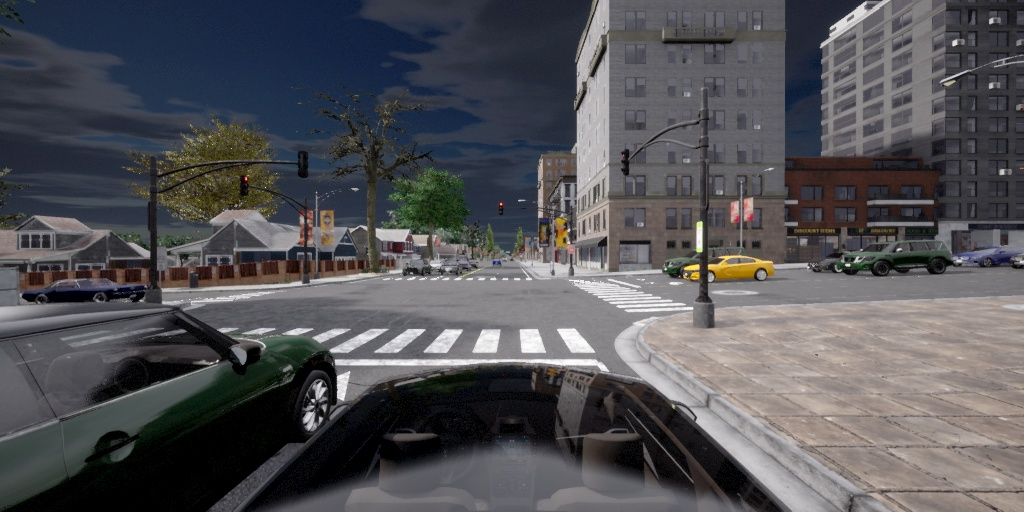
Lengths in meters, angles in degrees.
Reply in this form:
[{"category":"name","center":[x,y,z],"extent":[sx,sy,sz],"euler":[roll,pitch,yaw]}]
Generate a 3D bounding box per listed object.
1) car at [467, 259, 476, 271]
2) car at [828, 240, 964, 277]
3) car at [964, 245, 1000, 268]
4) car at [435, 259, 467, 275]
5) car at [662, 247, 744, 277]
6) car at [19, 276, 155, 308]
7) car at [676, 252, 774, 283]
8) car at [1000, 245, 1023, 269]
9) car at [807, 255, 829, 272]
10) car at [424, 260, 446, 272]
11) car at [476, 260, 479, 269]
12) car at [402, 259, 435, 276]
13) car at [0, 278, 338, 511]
[{"category":"car","center":[-6.619,1.335,49.275],"extent":[2.033,1.411,5.357],"euler":[0,0,0]},{"category":"car","center":[23.122,0.099,21.752],"extent":[5.566,2.045,2.150],"euler":[-2,0,0]},{"category":"car","center":[33.544,0.007,25.031],"extent":[4.674,1.442,1.812],"euler":[-2,0,0]},{"category":"car","center":[-6.609,1.262,39.557],"extent":[2.128,1.511,4.902],"euler":[0,0,0]},{"category":"car","center":[13.445,0.459,24.970],"extent":[5.566,2.045,2.150],"euler":[-2,0,0]},{"category":"car","center":[-21.623,1.807,18.381],"extent":[4.718,1.301,1.895],"euler":[-2,0,0]},{"category":"car","center":[13.026,0.742,21.721],"extent":[5.008,1.535,1.882],"euler":[-2,0,-1]},{"category":"car","center":[33.374,0.023,21.778],"extent":[4.674,1.442,1.812],"euler":[-2,0,0]},{"category":"car","center":[23.412,0.361,25.004],"extent":[4.892,1.490,1.837],"euler":[-2,0,0]},{"category":"car","center":[-9.868,1.308,46.463],"extent":[1.812,1.442,4.674],"euler":[0,0,0]},{"category":"car","center":[-6.612,1.322,59.621],"extent":[1.837,1.490,4.892],"euler":[0,0,0]},{"category":"car","center":[-9.860,1.121,37.480],"extent":[2.097,1.767,4.553],"euler":[0,0,0]},{"category":"car","center":[-3.151,1.102,2.490],"extent":[2.097,1.767,4.553],"euler":[0,0,0]}]
